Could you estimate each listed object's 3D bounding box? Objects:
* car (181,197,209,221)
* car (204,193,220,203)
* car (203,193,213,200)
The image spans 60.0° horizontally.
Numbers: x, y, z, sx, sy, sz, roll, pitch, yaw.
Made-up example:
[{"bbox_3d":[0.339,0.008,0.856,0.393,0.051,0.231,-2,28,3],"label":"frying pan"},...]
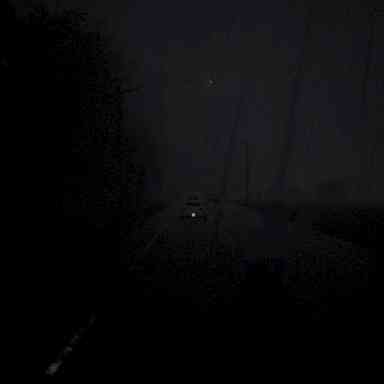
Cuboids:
[{"bbox_3d":[0.109,1.354,25.438,1.812,1.442,4.674,0,0,0],"label":"car"},{"bbox_3d":[3.619,0.976,56.435,2.097,1.767,4.553,0,1,0],"label":"car"},{"bbox_3d":[3.526,1.011,73.568,1.837,1.490,4.892,0,0,0],"label":"car"}]
